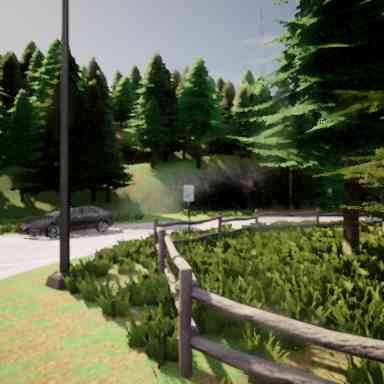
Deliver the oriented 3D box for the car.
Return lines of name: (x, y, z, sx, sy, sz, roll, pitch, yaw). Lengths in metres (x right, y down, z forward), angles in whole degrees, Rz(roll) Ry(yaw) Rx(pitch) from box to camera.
car: (-6.388, 1.472, 17.455, 1.837, 1.490, 4.892, 0, 0, 37)
